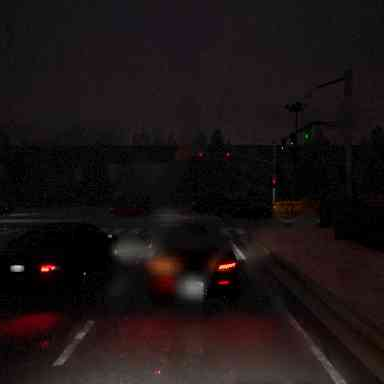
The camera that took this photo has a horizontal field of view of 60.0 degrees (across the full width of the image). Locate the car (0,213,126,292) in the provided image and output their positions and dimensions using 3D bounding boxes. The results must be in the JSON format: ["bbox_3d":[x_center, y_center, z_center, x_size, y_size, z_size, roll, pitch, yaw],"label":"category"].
[{"bbox_3d":[-3.421,1.547,9.028,2.033,1.411,5.357,0,0,0],"label":"car"}]

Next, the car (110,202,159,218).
[{"bbox_3d":[-5.023,1.561,29.241,4.181,1.385,1.994,0,0,0],"label":"car"}]

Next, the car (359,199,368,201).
[{"bbox_3d":[23.225,1.597,46.793,4.718,1.301,1.895,0,0,0],"label":"car"}]

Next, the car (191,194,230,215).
[{"bbox_3d":[2.650,1.218,32.698,5.566,2.045,2.150,0,0,0],"label":"car"}]

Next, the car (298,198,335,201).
[{"bbox_3d":[16.916,1.487,43.320,4.902,1.511,2.128,0,0,0],"label":"car"}]

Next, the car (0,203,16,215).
[{"bbox_3d":[-19.914,1.523,32.826,4.674,1.442,1.812,0,0,0],"label":"car"}]

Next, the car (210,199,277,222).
[{"bbox_3d":[4.058,1.489,25.691,4.902,1.511,2.128,0,0,0],"label":"car"}]

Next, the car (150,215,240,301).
[{"bbox_3d":[0.071,1.525,8.207,1.812,1.442,4.674,0,0,0],"label":"car"}]

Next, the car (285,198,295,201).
[{"bbox_3d":[14.117,1.521,46.834,4.674,1.442,1.812,0,0,2],"label":"car"}]
